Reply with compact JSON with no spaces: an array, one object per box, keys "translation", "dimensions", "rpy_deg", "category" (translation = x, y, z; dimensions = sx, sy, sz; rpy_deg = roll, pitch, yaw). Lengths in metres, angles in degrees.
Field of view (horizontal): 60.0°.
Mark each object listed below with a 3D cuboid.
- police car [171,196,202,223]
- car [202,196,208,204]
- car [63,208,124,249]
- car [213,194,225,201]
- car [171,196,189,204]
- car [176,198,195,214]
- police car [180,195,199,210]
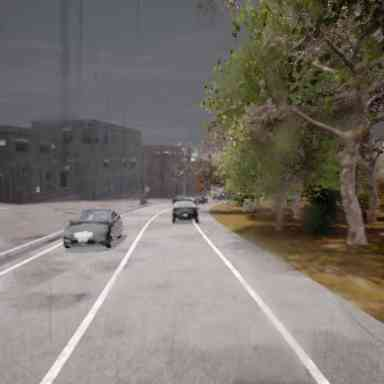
[{"translation":[-0.562,1.355,25.196],"dimensions":[1.930,1.638,5.238],"rpy_deg":[0,0,-2],"category":"police car"},{"translation":[1.498,1.356,57.970],"dimensions":[1.895,1.301,4.718],"rpy_deg":[1,0,14],"category":"car"},{"translation":[-4.190,1.499,14.705],"dimensions":[2.128,1.511,4.902],"rpy_deg":[-1,0,-4],"category":"car"},{"translation":[5.894,1.111,72.339],"dimensions":[1.837,1.490,4.892],"rpy_deg":[2,1,21],"category":"car"},{"translation":[-2.032,1.308,57.004],"dimensions":[1.895,1.301,4.718],"rpy_deg":[1,1,12],"category":"car"},{"translation":[-0.610,1.413,34.925],"dimensions":[1.812,1.442,4.674],"rpy_deg":[0,0,2],"category":"car"},{"translation":[-0.247,1.278,40.915],"dimensions":[1.930,1.638,5.238],"rpy_deg":[0,0,5],"category":"police car"}]
